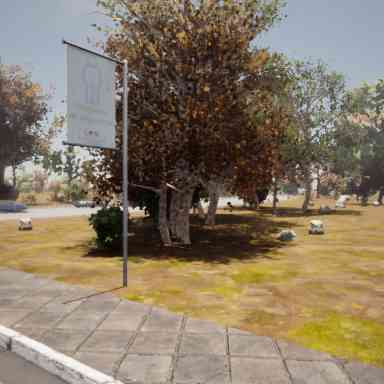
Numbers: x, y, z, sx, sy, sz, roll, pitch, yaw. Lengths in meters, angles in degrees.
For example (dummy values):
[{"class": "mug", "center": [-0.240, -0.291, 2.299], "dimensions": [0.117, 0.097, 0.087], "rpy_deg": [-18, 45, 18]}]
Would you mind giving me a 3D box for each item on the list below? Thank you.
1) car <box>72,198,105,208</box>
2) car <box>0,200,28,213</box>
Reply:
[{"class": "car", "center": [-14.425, 1.572, 47.116], "dimensions": [1.895, 1.301, 4.718], "rpy_deg": [0, 0, 38]}, {"class": "car", "center": [-20.008, 1.546, 34.410], "dimensions": [2.033, 1.411, 5.357], "rpy_deg": [0, 0, 39]}]
